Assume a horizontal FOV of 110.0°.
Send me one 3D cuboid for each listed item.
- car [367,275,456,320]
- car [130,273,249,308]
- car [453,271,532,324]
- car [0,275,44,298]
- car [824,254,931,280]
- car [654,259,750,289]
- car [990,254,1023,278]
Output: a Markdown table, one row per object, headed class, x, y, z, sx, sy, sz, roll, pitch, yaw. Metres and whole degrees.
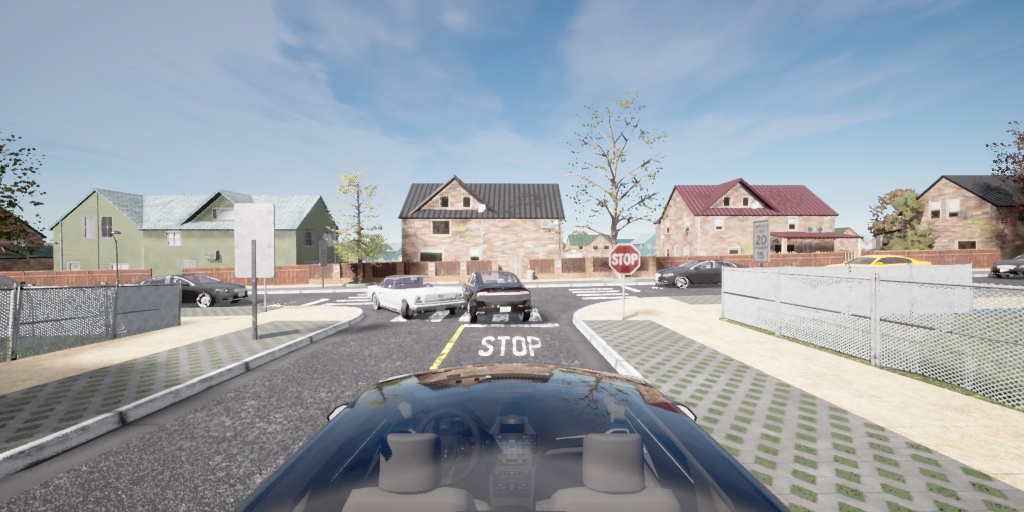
| class | x | y | z | sx | sy | sz | roll | pitch | yaw |
| --- | --- | --- | --- | --- | --- | --- | --- | --- | --- |
| car | -3.602 | 1.368 | 12.990 | 1.895 | 1.301 | 4.718 | 0 | 0 | -38 |
| car | -14.902 | 1.566 | 16.486 | 4.902 | 1.511 | 2.128 | -1 | 1 | 0 |
| car | -0.685 | 1.243 | 12.131 | 2.128 | 1.511 | 4.902 | 0 | 0 | -12 |
| car | -24.239 | 1.648 | 16.446 | 4.553 | 1.767 | 2.097 | -1 | 1 | 0 |
| car | 19.762 | 0.690 | 19.575 | 5.008 | 1.535 | 1.882 | -1 | 1 | -1 |
| car | 10.331 | 0.926 | 19.539 | 4.902 | 1.511 | 2.128 | -1 | 1 | 0 |
| car | 29.386 | 0.478 | 19.612 | 4.902 | 1.511 | 2.128 | -1 | 1 | 0 |
